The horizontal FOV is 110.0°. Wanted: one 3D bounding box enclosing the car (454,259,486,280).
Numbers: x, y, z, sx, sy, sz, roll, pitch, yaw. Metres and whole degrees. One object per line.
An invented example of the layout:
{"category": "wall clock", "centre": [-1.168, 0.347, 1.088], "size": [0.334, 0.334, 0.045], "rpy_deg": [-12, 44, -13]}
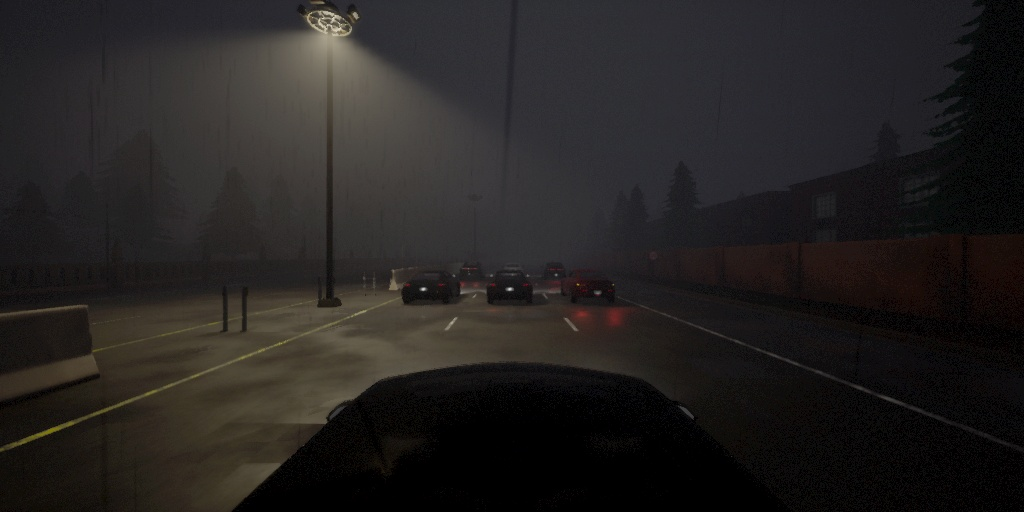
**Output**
{"category": "car", "centre": [-3.392, 1.243, 31.376], "size": [2.128, 1.511, 4.902], "rpy_deg": [0, 0, 1]}

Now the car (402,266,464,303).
{"category": "car", "centre": [-3.599, 1.319, 16.526], "size": [1.994, 1.385, 4.181], "rpy_deg": [0, 0, 0]}

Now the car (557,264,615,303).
{"category": "car", "centre": [3.401, 1.280, 16.562], "size": [1.812, 1.442, 4.674], "rpy_deg": [0, 0, 0]}

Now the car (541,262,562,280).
{"category": "car", "centre": [3.606, 1.264, 31.213], "size": [1.837, 1.490, 4.892], "rpy_deg": [0, 0, 1]}

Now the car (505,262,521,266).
{"category": "car", "centre": [0.107, 1.280, 31.295], "size": [1.812, 1.442, 4.674], "rpy_deg": [0, 0, 1]}

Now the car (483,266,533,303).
{"category": "car", "centre": [-0.099, 1.320, 16.544], "size": [1.994, 1.385, 4.181], "rpy_deg": [0, 0, 0]}
